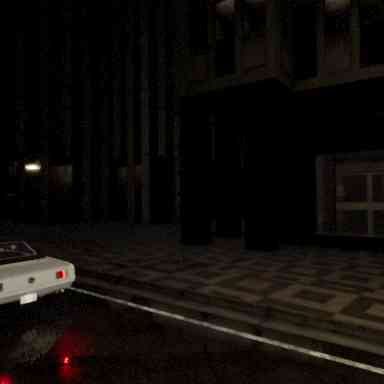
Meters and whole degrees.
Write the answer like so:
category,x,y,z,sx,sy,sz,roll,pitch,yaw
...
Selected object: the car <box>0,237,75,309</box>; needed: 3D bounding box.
category,x,y,z,sx,sy,sz,roll,pitch,yaw
car,-4.774,1.664,7.379,4.718,1.301,1.895,0,-1,36
